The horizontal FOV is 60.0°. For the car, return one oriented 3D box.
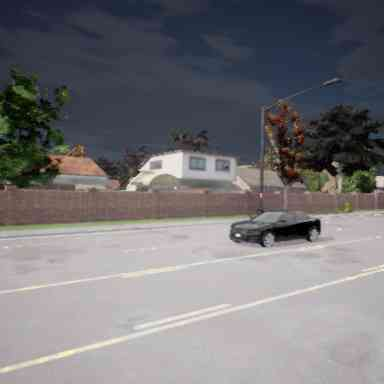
[{"bbox_3d":[3.957,1.572,15.414,5.008,1.535,1.882,1,0,-35],"label":"car"}]
